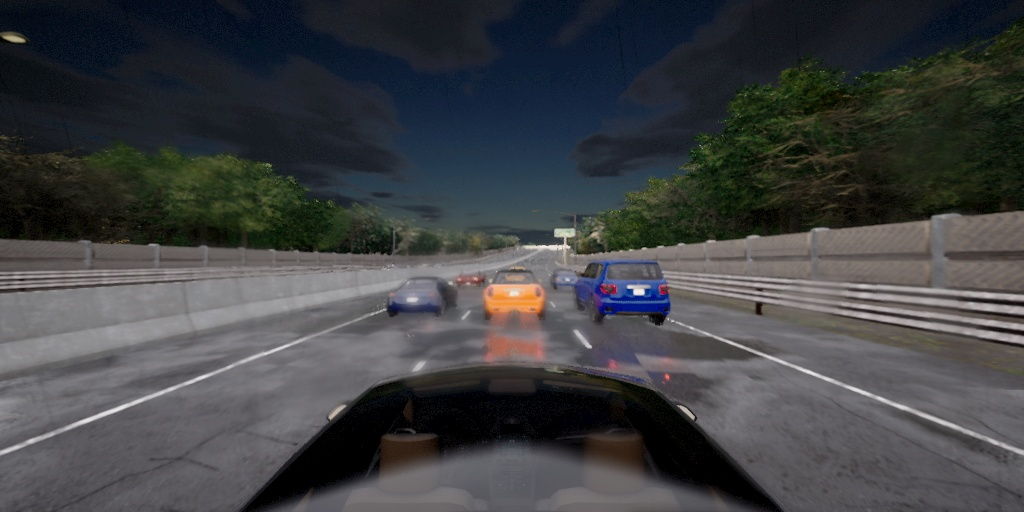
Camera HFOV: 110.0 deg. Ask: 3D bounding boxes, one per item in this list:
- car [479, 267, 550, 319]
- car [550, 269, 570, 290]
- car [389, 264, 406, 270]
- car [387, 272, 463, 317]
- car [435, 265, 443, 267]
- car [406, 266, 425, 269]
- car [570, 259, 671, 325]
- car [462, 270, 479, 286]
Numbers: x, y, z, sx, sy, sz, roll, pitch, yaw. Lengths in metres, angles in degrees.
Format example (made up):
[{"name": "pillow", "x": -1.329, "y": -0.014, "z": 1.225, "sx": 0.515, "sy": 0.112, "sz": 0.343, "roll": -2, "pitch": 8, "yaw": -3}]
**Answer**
[{"name": "car", "x": 0.132, "y": 1.275, "z": 13.745, "sx": 2.097, "sy": 1.767, "sz": 4.553, "roll": 0, "pitch": -1, "yaw": 1}, {"name": "car", "x": 3.828, "y": 1.685, "z": 26.502, "sx": 2.033, "sy": 1.411, "sz": 5.357, "roll": 0, "pitch": -1, "yaw": 2}, {"name": "car", "x": -19.451, "y": 2.194, "z": 61.364, "sx": 2.128, "sy": 1.511, "sz": 4.902, "roll": 0, "pitch": -1, "yaw": 3}, {"name": "car", "x": -3.360, "y": 1.494, "z": 14.194, "sx": 1.994, "sy": 1.385, "sz": 4.181, "roll": 0, "pitch": -1, "yaw": 1}, {"name": "car", "x": -12.455, "y": 2.251, "z": 61.086, "sx": 2.033, "sy": 1.411, "sz": 5.357, "roll": 0, "pitch": -1, "yaw": 4}, {"name": "car", "x": -15.956, "y": 2.302, "z": 61.139, "sx": 1.895, "sy": 1.301, "sz": 4.718, "roll": 0, "pitch": -1, "yaw": 4}, {"name": "car", "x": 3.607, "y": 1.132, "z": 12.692, "sx": 2.150, "sy": 2.045, "sz": 5.566, "roll": 0, "pitch": -1, "yaw": 1}, {"name": "car", "x": -3.117, "y": 1.762, "z": 28.200, "sx": 1.895, "sy": 1.301, "sz": 4.718, "roll": 0, "pitch": -1, "yaw": 2}]
